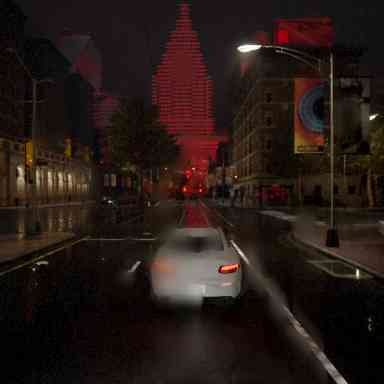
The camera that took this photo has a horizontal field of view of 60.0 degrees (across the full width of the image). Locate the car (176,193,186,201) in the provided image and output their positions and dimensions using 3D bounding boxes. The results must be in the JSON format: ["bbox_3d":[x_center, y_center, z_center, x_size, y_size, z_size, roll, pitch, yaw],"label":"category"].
[{"bbox_3d":[-3.113,1.553,87.286,1.994,1.385,4.181,0,0,0],"label":"car"}]

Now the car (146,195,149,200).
[{"bbox_3d":[-11.160,1.355,76.746,2.097,1.767,4.553,0,0,0],"label":"car"}]

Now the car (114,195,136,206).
[{"bbox_3d":[-11.334,1.478,56.713,1.882,1.535,5.008,0,0,0],"label":"car"}]

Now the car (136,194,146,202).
[{"bbox_3d":[-11.225,1.547,66.526,2.033,1.411,5.357,0,0,1],"label":"car"}]

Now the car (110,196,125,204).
[{"bbox_3d":[-14.723,1.505,66.316,1.837,1.490,4.892,0,0,1],"label":"car"}]

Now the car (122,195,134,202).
[{"bbox_3d":[-14.661,1.478,76.730,1.882,1.535,5.008,0,0,0],"label":"car"}]

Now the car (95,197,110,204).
[{"bbox_3d":[-17.954,1.595,66.861,1.895,1.301,4.718,0,0,0],"label":"car"}]

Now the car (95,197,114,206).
[{"bbox_3d":[-14.833,1.547,56.777,2.033,1.411,5.357,0,0,0],"label":"car"}]

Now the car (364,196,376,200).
[{"bbox_3d":[34.746,1.481,68.020,2.231,1.521,4.892,0,0,0],"label":"car"}]

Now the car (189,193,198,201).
[{"bbox_3d":[0.385,1.355,86.889,2.097,1.767,4.553,0,0,0],"label":"car"}]

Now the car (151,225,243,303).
[{"bbox_3d":[0.112,1.526,8.113,1.812,1.442,4.674,0,0,1],"label":"car"}]
